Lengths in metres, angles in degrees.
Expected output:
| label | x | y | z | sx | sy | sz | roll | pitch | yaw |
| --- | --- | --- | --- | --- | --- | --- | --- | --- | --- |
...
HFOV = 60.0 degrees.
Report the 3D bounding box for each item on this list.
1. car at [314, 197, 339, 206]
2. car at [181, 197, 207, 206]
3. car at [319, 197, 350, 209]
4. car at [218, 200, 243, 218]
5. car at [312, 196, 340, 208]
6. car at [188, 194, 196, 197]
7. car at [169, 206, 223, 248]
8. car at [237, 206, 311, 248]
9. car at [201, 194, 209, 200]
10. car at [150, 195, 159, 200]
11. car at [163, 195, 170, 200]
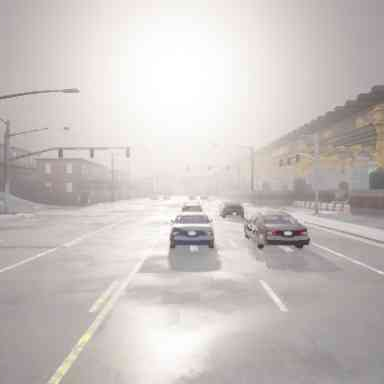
| label | x | y | z | sx | sy | sz | roll | pitch | yaw |
| --- | --- | --- | --- | --- | --- | --- | --- | --- | --- |
| car | 19.469 | 1.293 | 48.164 | 1.853 | 1.218 | 4.536 | 0 | 0 | 44 |
| car | 0.000 | 1.493 | 29.650 | 2.128 | 1.511 | 4.902 | 0 | 0 | 0 |
| car | 19.476 | 1.293 | 43.476 | 1.853 | 1.218 | 4.536 | 0 | 0 | -36 |
| car | 3.500 | 1.515 | 29.650 | 1.837 | 1.490 | 4.892 | 0 | 0 | 0 |
| car | 19.434 | 1.450 | 48.126 | 2.038 | 1.542 | 4.974 | 0 | 0 | 44 |
| car | 0.000 | 1.411 | 87.748 | 2.033 | 1.411 | 5.357 | 0 | 0 | 0 |
| car | 0.000 | 1.561 | 14.650 | 2.033 | 1.411 | 5.357 | 0 | 0 | 0 |
| car | 3.500 | 1.561 | 14.650 | 2.033 | 1.411 | 5.357 | 0 | 0 | 0 |
| car | 3.500 | 1.467 | 87.777 | 1.895 | 1.301 | 4.718 | 0 | 0 | 0 |
| car | -10.500 | 1.517 | 92.465 | 1.812 | 1.442 | 4.674 | 0 | 0 | 0 |
| car | -7.000 | 1.532 | 92.465 | 2.033 | 1.411 | 5.357 | 0 | 0 | 0 |
